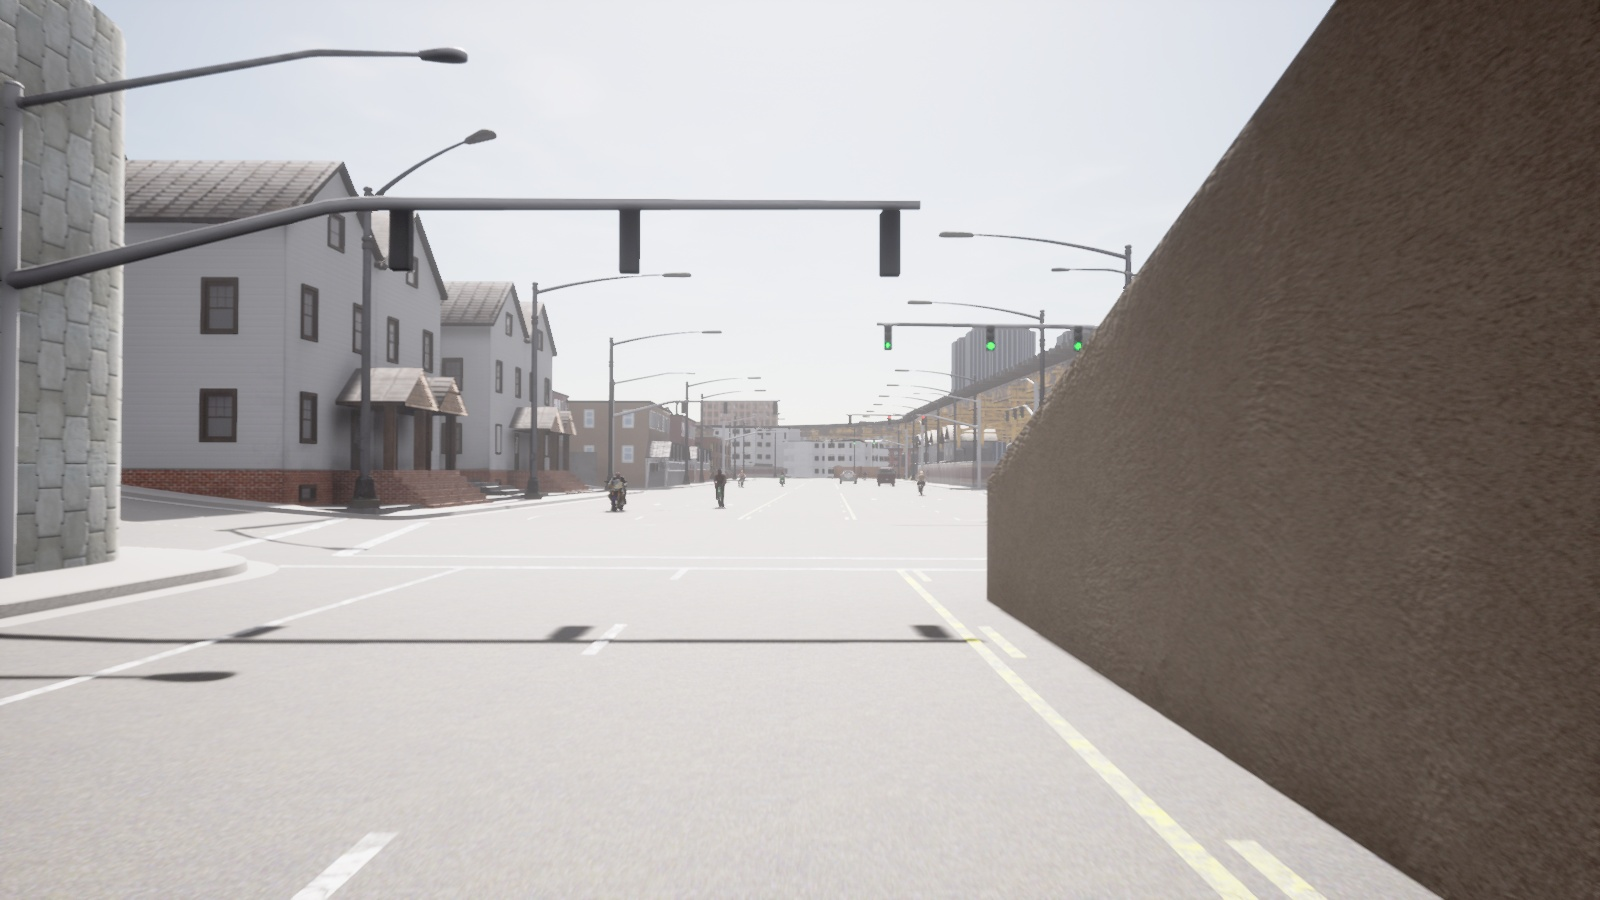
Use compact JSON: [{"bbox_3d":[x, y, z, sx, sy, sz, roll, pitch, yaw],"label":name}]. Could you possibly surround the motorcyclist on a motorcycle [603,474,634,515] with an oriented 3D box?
[{"bbox_3d":[-6.931,1.681,48.022,0.866,1.530,2.191,0,-1,0],"label":"motorcyclist on a motorcycle"}]
